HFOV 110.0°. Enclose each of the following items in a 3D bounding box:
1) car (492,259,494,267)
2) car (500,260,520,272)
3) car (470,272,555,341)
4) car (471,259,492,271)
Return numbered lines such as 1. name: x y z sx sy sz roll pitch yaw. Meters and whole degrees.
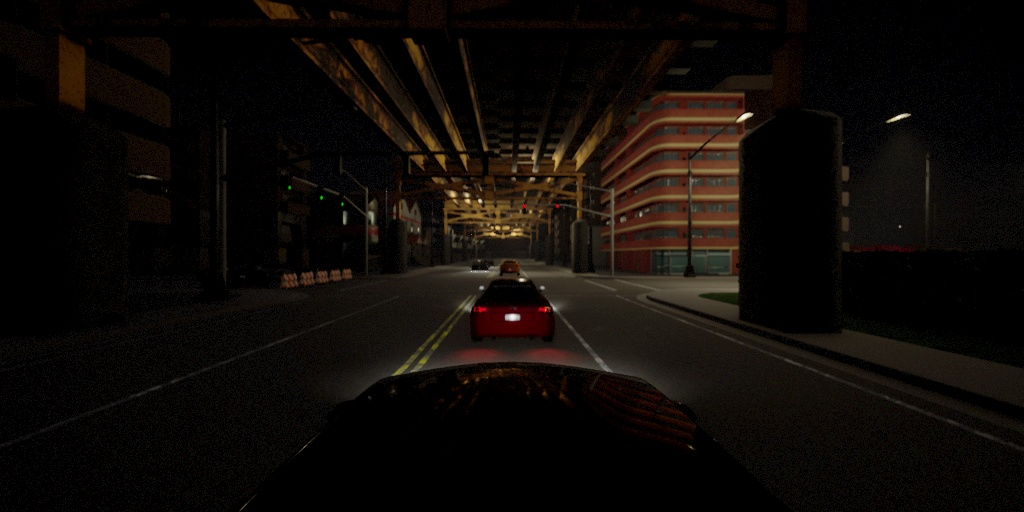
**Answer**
1. car: -4.119 1.170 62.838 1.895 1.301 4.718 0 0 0
2. car: -0.225 1.140 37.037 1.882 1.535 5.008 0 0 0
3. car: 0.005 1.294 9.774 1.994 1.385 4.181 0 0 0
4. car: -3.991 1.205 45.591 1.994 1.385 4.181 0 0 0
